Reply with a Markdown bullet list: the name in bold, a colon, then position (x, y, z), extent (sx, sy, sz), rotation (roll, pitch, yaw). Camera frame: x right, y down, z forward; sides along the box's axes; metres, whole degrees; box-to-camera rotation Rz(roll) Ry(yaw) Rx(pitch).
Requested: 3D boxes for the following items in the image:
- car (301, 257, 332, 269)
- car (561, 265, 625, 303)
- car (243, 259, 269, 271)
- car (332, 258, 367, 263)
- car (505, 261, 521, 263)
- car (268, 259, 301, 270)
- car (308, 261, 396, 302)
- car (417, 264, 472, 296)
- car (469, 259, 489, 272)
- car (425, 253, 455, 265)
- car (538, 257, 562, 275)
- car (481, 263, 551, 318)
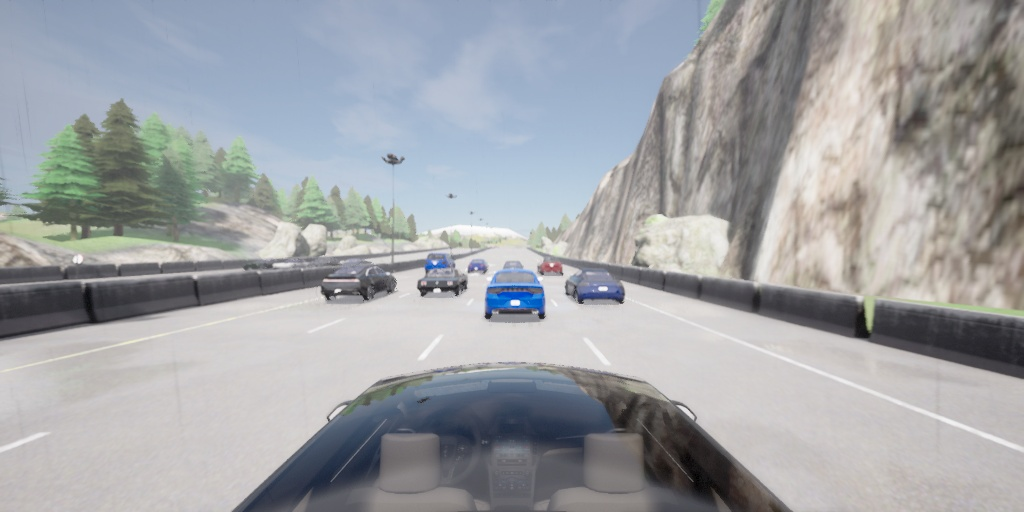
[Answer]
- **car**: position (-21.098, 0.910, 40.353), extent (1.837, 1.490, 4.892), rotation (0, 1, 0)
- **car**: position (3.597, 1.246, 16.157), extent (1.994, 1.385, 4.181), rotation (0, 0, 0)
- **car**: position (-28.097, 1.000, 40.748), extent (1.895, 1.301, 4.718), rotation (0, 1, 0)
- **car**: position (-17.603, 0.953, 40.306), extent (2.033, 1.411, 5.357), rotation (0, 1, 0)
- **car**: position (0.092, 1.090, 30.431), extent (2.033, 1.411, 5.357), rotation (0, 1, 0)
- **car**: position (-24.599, 1.007, 40.328), extent (1.895, 1.301, 4.718), rotation (0, 1, 0)
- **car**: position (-6.904, 1.172, 16.621), extent (2.128, 1.511, 4.902), rotation (0, 0, 0)
- **car**: position (-3.403, 1.267, 18.548), extent (1.895, 1.301, 4.718), rotation (0, 0, 0)
- **car**: position (-3.409, 0.989, 36.382), extent (1.812, 1.442, 4.674), rotation (0, 1, 0)
- **car**: position (-6.908, 0.708, 34.841), extent (2.150, 2.045, 5.566), rotation (0, 1, 0)
- **car**: position (3.591, 0.842, 34.497), extent (2.097, 1.767, 4.553), rotation (0, 1, 0)
- **car**: position (0.098, 1.183, 12.793), extent (1.882, 1.535, 5.008), rotation (0, 0, 0)
